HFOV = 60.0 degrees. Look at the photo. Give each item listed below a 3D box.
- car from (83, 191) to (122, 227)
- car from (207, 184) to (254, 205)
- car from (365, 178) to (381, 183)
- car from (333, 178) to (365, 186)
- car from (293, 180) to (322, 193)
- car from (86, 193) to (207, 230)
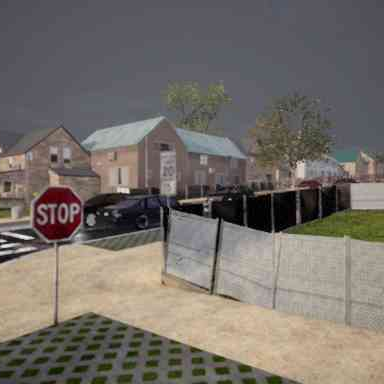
[{"bbox_3d":[-4.317,0.777,17.121,1.882,1.535,5.008,0,3,40],"label":"car"},{"bbox_3d":[2.950,0.210,25.504,1.837,1.490,4.892,0,3,41],"label":"car"},{"bbox_3d":[24.633,-1.289,46.027,1.895,1.301,4.718,0,3,41],"label":"car"},{"bbox_3d":[17.746,-0.840,38.069,1.882,1.535,5.008,0,3,42],"label":"car"},{"bbox_3d":[12.858,-0.577,36.827,1.812,1.442,4.674,0,3,41],"label":"car"},{"bbox_3d":[-1.887,0.832,15.626,2.033,1.411,5.357,0,3,41],"label":"car"}]
